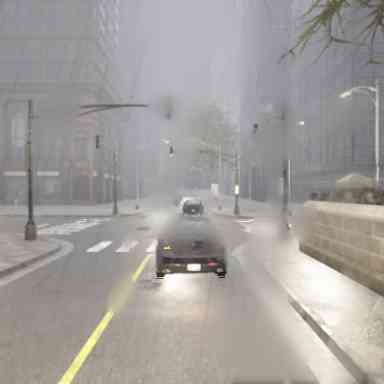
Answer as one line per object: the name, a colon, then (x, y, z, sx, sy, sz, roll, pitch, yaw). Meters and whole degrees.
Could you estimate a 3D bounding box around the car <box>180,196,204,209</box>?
car: (0.094, 1.411, 30.926, 1.882, 1.535, 5.008, 0, 0, 0)

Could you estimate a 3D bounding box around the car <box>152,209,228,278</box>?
car: (-0.136, 1.494, 10.121, 1.837, 1.490, 4.892, 0, 0, -4)

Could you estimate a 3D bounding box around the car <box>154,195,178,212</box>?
car: (-3.088, 1.384, 37.135, 2.128, 1.511, 4.902, 0, 0, 0)

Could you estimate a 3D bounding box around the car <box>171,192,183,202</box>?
car: (-2.996, 0.985, 67.302, 2.097, 1.767, 4.553, 0, 1, 0)

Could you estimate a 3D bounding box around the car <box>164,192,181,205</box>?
car: (-3.066, 1.040, 47.020, 2.150, 2.045, 5.566, 0, 0, 1)
